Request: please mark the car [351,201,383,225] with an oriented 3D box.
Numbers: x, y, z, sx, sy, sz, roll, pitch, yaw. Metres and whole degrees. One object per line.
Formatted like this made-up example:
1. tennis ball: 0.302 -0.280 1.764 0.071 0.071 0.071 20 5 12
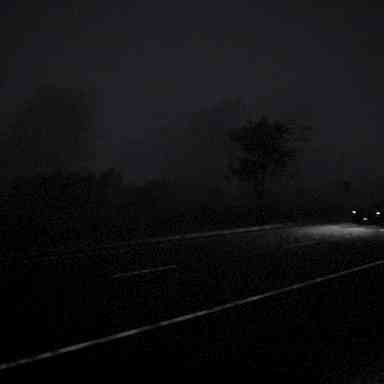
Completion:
1. car: 12.230 1.285 21.308 4.718 1.301 1.895 -1 1 -35
